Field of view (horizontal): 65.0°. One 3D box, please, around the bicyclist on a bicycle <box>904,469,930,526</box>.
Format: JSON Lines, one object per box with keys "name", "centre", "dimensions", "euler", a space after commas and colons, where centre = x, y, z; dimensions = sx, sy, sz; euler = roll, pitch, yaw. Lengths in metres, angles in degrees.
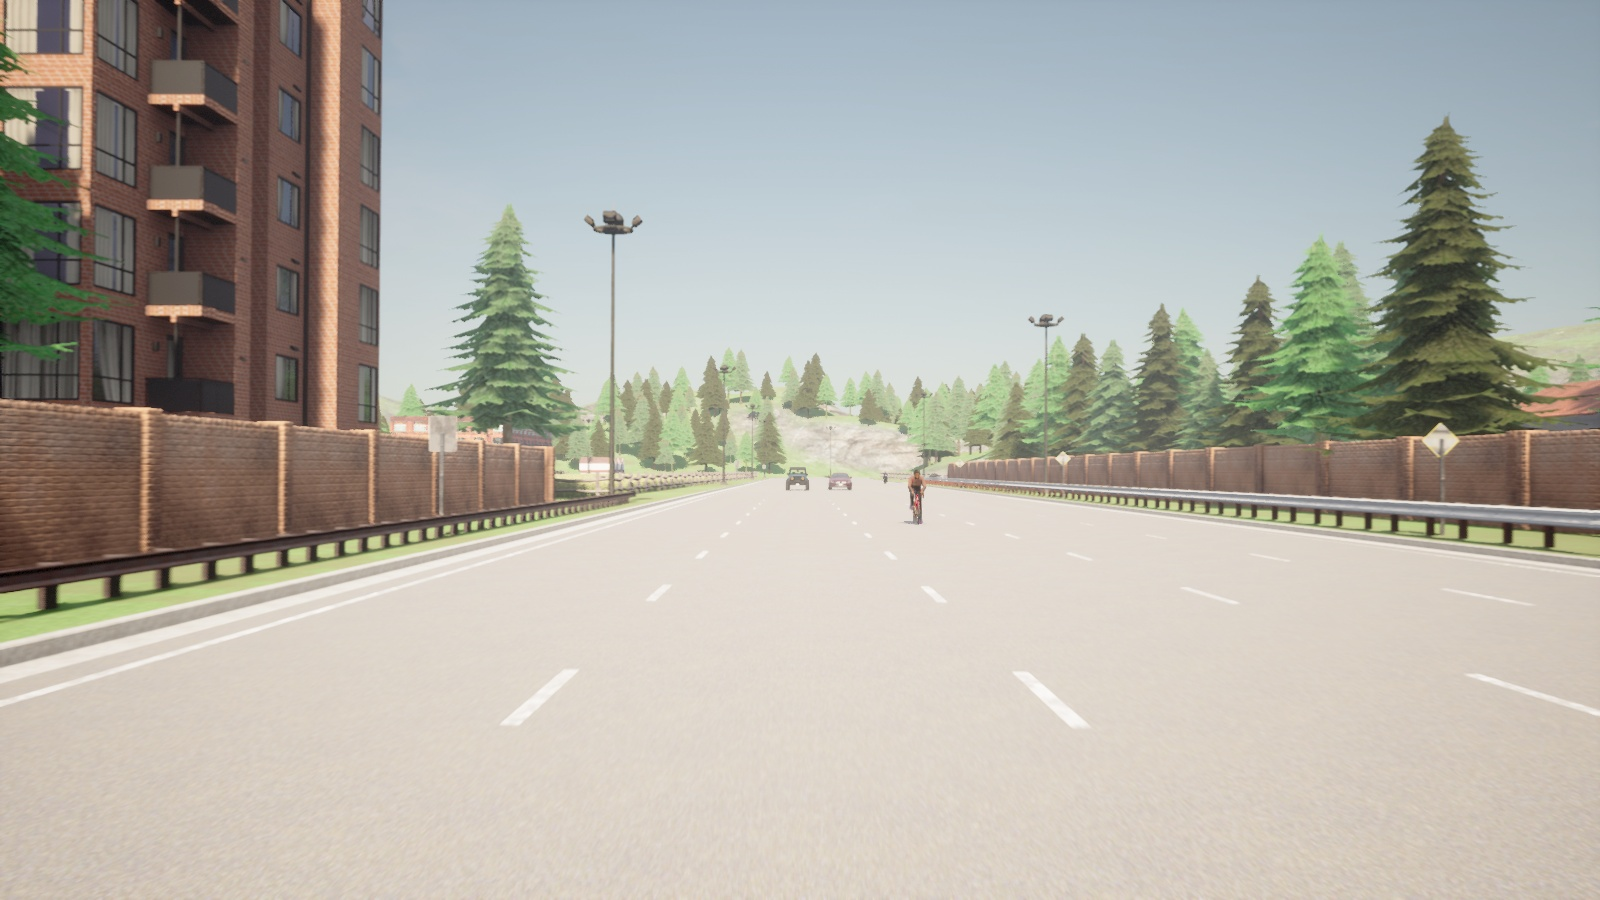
{"name": "bicyclist on a bicycle", "centre": [3.411, 1.367, 36.669], "dimensions": [0.582, 1.620, 1.656], "euler": [0, -1, 0]}
